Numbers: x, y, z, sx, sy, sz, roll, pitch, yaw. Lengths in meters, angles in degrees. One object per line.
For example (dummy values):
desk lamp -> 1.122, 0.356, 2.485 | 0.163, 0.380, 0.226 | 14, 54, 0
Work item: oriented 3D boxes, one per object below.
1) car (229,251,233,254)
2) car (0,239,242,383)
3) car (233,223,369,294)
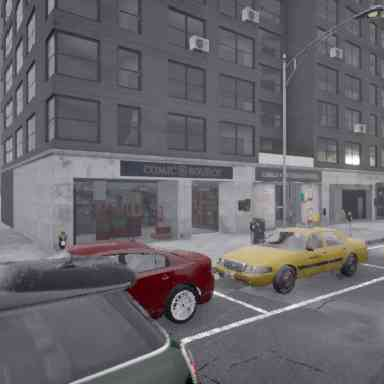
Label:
car -> -1.682, 1.545, 5.569 | 4.507, 1.381, 1.887 | 0, 0, -36
car -> -2.126, 1.352, 1.861 | 4.553, 1.767, 2.097 | 0, 0, -36
car -> 2.791, 1.525, 8.768 | 4.829, 1.417, 1.752 | 0, 0, -36
